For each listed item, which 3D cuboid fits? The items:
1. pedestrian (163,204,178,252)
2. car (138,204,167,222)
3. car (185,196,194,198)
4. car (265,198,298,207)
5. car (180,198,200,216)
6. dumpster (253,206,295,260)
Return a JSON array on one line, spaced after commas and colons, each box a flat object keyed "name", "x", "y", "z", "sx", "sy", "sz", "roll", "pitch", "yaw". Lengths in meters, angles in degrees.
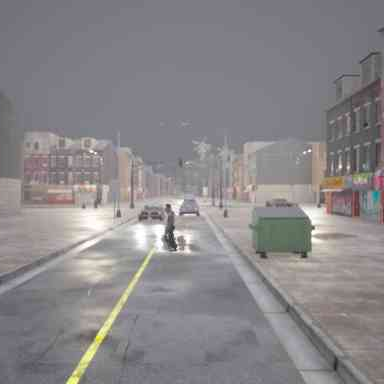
[{"name": "pedestrian", "x": -0.814, "y": 1.290, "z": 12.325, "sx": 0.375, "sy": 1.860, "sz": 0.375, "roll": 0, "pitch": 0, "yaw": -11}, {"name": "car", "x": -3.067, "y": 1.598, "z": 26.261, "sx": 1.895, "sy": 1.301, "sz": 4.718, "roll": 0, "pitch": 0, "yaw": 0}, {"name": "car", "x": -0.419, "y": 1.494, "z": 56.372, "sx": 1.882, "sy": 1.535, "sz": 5.008, "roll": 0, "pitch": 0, "yaw": 0}, {"name": "car", "x": 11.949, "y": 1.520, "z": 44.502, "sx": 4.313, "sy": 1.339, "sz": 1.947, "roll": 0, "pitch": 0, "yaw": 0}, {"name": "car", "x": -0.210, "y": 1.546, "z": 32.273, "sx": 2.033, "sy": 1.411, "sz": 5.357, "roll": 0, "pitch": 0, "yaw": 0}, {"name": "dumpster", "x": 2.899, "y": 1.393, "z": 12.009, "sx": 1.020, "sy": 1.700, "sz": 1.940, "roll": 0, "pitch": 0, "yaw": -1}]
